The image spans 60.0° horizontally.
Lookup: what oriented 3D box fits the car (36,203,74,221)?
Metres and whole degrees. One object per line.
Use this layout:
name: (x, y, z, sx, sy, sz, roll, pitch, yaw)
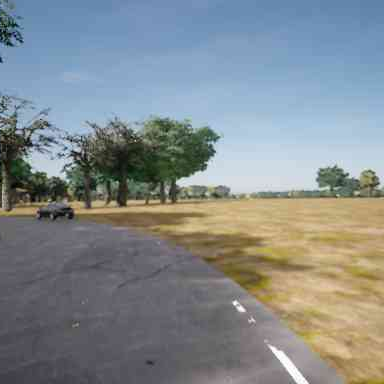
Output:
car: (-12.545, 1.762, 30.417, 4.892, 1.490, 1.837, -1, -1, 43)
